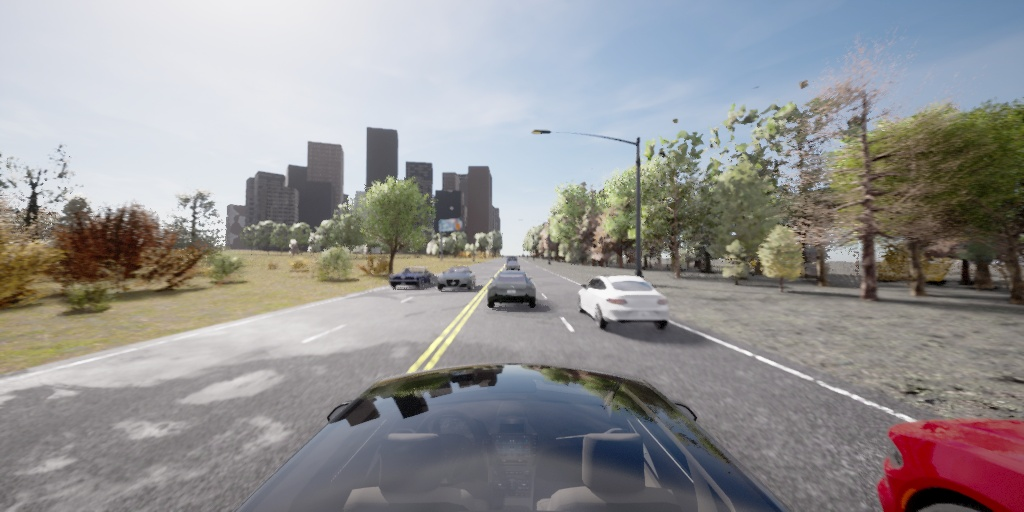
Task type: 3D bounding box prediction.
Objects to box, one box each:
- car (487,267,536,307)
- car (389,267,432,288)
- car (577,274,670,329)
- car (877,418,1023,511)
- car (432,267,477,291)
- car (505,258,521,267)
[{"bbox_3d":[-0.013,1.343,15.806,1.994,1.385,4.181,0,0,0],"label":"car"},{"bbox_3d":[-6.579,1.387,23.878,1.895,1.301,4.718,0,0,0],"label":"car"},{"bbox_3d":[3.254,1.293,11.172,1.812,1.442,4.674,0,0,0],"label":"car"},{"bbox_3d":[3.251,1.218,0.168,1.882,1.535,5.008,0,0,0],"label":"car"},{"bbox_3d":[-3.332,1.349,22.250,1.994,1.385,4.181,0,0,0],"label":"car"},{"bbox_3d":[0.097,1.343,44.714,2.033,1.411,5.357,0,0,0],"label":"car"}]
